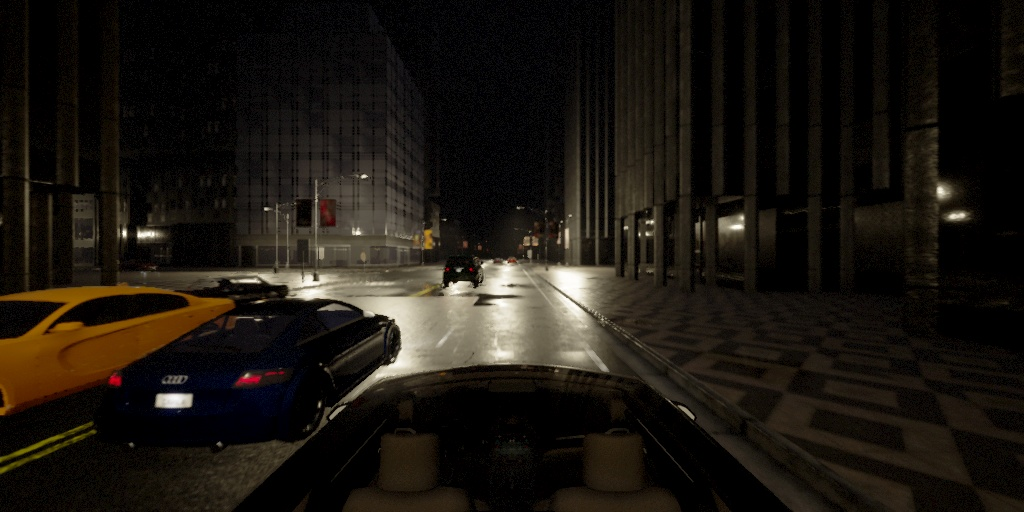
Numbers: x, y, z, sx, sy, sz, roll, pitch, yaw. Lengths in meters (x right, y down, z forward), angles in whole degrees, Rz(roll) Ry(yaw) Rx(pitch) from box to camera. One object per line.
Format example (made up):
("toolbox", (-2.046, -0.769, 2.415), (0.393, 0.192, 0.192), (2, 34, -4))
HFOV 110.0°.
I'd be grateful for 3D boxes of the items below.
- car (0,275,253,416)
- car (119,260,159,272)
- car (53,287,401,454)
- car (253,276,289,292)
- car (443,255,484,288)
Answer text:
("car", (-6.600, 1.229, 5.255), (1.882, 1.535, 5.008), (0, 0, 0))
("car", (-45.735, 1.228, 43.834), (4.674, 1.442, 1.812), (0, 0, 10))
("car", (-3.149, 1.314, 5.348), (1.994, 1.385, 4.181), (0, 0, 0))
("car", (-9.849, 1.349, 12.133), (1.895, 1.301, 4.718), (0, 0, 0))
("car", (-3.151, 0.957, 23.882), (2.150, 2.045, 5.566), (0, 0, 0))
